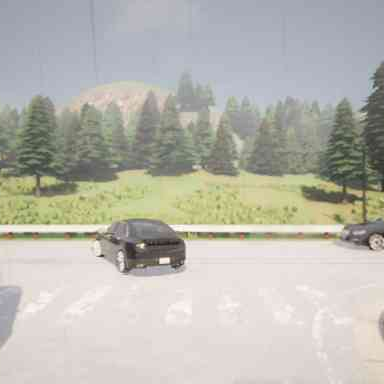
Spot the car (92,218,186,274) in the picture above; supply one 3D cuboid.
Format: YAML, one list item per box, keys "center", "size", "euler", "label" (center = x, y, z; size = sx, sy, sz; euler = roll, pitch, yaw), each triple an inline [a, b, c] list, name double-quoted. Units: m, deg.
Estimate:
- center: [-1.930, 1.643, 11.250]
  size: [1.837, 1.490, 4.892]
  euler: [2, -1, -29]
  label: "car"

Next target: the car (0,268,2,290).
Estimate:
- center: [-4.316, 1.629, 5.244]
  size: [1.994, 1.385, 4.181]
  euler: [0, -1, -23]
  label: "car"

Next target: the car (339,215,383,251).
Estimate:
- center: [9.008, 1.666, 14.411]
  size: [4.902, 1.511, 2.128]
  euler: [0, -1, 0]
  label: "car"
